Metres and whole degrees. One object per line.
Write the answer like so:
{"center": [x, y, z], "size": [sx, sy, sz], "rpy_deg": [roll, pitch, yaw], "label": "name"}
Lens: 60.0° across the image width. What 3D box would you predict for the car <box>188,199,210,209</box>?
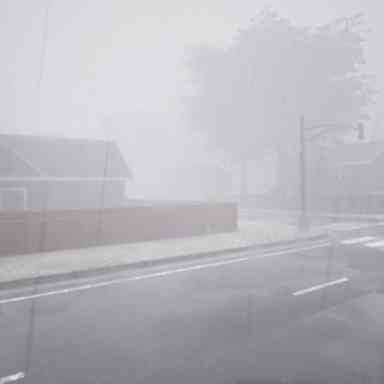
{"center": [0.582, 1.471, 32.458], "size": [1.882, 1.535, 5.008], "rpy_deg": [-1, 0, -32], "label": "car"}
